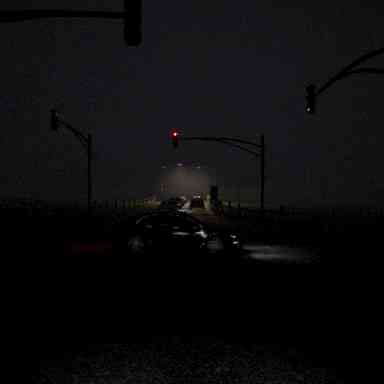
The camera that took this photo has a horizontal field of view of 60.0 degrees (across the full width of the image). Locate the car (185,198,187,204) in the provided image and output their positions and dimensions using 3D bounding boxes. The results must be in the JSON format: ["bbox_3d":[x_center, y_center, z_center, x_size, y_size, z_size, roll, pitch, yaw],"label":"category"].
[{"bbox_3d":[-2.122,1.560,53.805,2.033,1.411,5.357,0,0,1],"label":"car"}]

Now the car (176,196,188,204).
[{"bbox_3d":[-1.924,1.581,63.810,1.994,1.385,4.181,0,0,2],"label":"car"}]

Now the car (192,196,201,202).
[{"bbox_3d":[1.065,1.617,75.951,1.895,1.301,4.718,0,0,1],"label":"car"}]

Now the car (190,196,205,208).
[{"bbox_3d":[0.697,1.487,45.904,1.882,1.535,5.008,0,0,1],"label":"car"}]

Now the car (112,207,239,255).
[{"bbox_3d":[-0.614,1.517,12.973,4.892,1.490,1.837,1,0,1],"label":"car"}]

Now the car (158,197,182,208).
[{"bbox_3d":[-2.414,1.553,34.180,2.033,1.411,5.357,0,0,0],"label":"car"}]

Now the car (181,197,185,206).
[{"bbox_3d":[-2.265,1.514,43.957,1.837,1.490,4.892,0,0,1],"label":"car"}]
